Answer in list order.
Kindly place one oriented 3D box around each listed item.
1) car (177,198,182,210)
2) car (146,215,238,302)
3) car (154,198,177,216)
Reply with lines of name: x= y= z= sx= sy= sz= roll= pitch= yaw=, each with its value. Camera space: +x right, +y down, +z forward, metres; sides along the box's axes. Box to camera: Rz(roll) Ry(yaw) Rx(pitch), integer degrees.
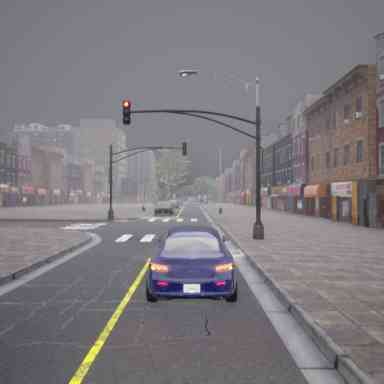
car: x=-2.897 y=1.830 z=49.079 sx=1.812 sy=1.442 sz=4.674 roll=0 pitch=0 yaw=0
car: x=-0.003 y=1.536 z=8.159 sx=1.812 sy=1.442 sz=4.674 roll=0 pitch=0 yaw=0
car: x=-2.903 y=1.658 z=35.526 sx=1.882 sy=1.535 sz=5.008 roll=0 pitch=0 yaw=0
